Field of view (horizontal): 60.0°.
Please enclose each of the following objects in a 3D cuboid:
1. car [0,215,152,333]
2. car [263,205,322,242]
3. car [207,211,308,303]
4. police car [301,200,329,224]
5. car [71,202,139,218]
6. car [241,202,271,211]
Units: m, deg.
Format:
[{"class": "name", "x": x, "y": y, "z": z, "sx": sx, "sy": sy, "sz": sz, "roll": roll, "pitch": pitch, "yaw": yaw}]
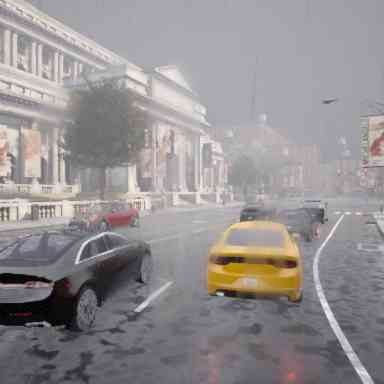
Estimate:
[{"class": "car", "x": -2.304, "y": 1.493, "z": 6.895, "sx": 2.128, "sy": 1.511, "sz": 4.902, "roll": 0, "pitch": 0, "yaw": 11}, {"class": "car", "x": 5.137, "y": 1.564, "z": 16.715, "sx": 1.994, "sy": 1.385, "sz": 4.181, "roll": 0, "pitch": 0, "yaw": 26}, {"class": "car", "x": 1.687, "y": 1.478, "z": 8.412, "sx": 1.882, "sy": 1.535, "sz": 5.008, "roll": 0, "pitch": 0, "yaw": 15}, {"class": "police car", "x": 9.132, "y": 1.425, "z": 25.075, "sx": 1.930, "sy": 1.638, "sz": 5.238, "roll": 0, "pitch": 0, "yaw": 27}, {"class": "car", "x": -5.169, "y": 1.418, "z": 20.004, "sx": 2.097, "sy": 1.767, "sz": 4.553, "roll": 0, "pitch": 0, "yaw": 27}, {"class": "car", "x": 4.951, "y": 1.505, "z": 24.299, "sx": 1.837, "sy": 1.490, "sz": 4.892, "roll": 0, "pitch": 0, "yaw": 26}]
